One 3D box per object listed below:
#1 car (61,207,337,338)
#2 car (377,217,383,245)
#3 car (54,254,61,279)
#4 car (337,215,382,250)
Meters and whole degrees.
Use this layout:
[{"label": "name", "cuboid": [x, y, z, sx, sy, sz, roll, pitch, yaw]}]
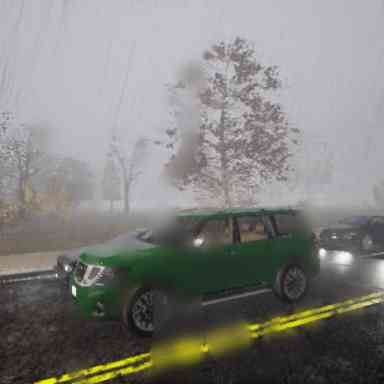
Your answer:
[{"label": "car", "cuboid": [0.328, 1.379, 7.227, 5.566, 2.045, 2.150, 0, -2, -30]}, {"label": "car", "cuboid": [9.139, 1.679, 12.271, 4.181, 1.385, 1.994, 0, -1, -30]}, {"label": "car", "cuboid": [-1.231, 1.789, 10.065, 5.357, 1.411, 2.033, 0, -1, -30]}, {"label": "car", "cuboid": [7.861, 1.763, 15.276, 4.181, 1.385, 1.994, 0, -1, -29]}]
